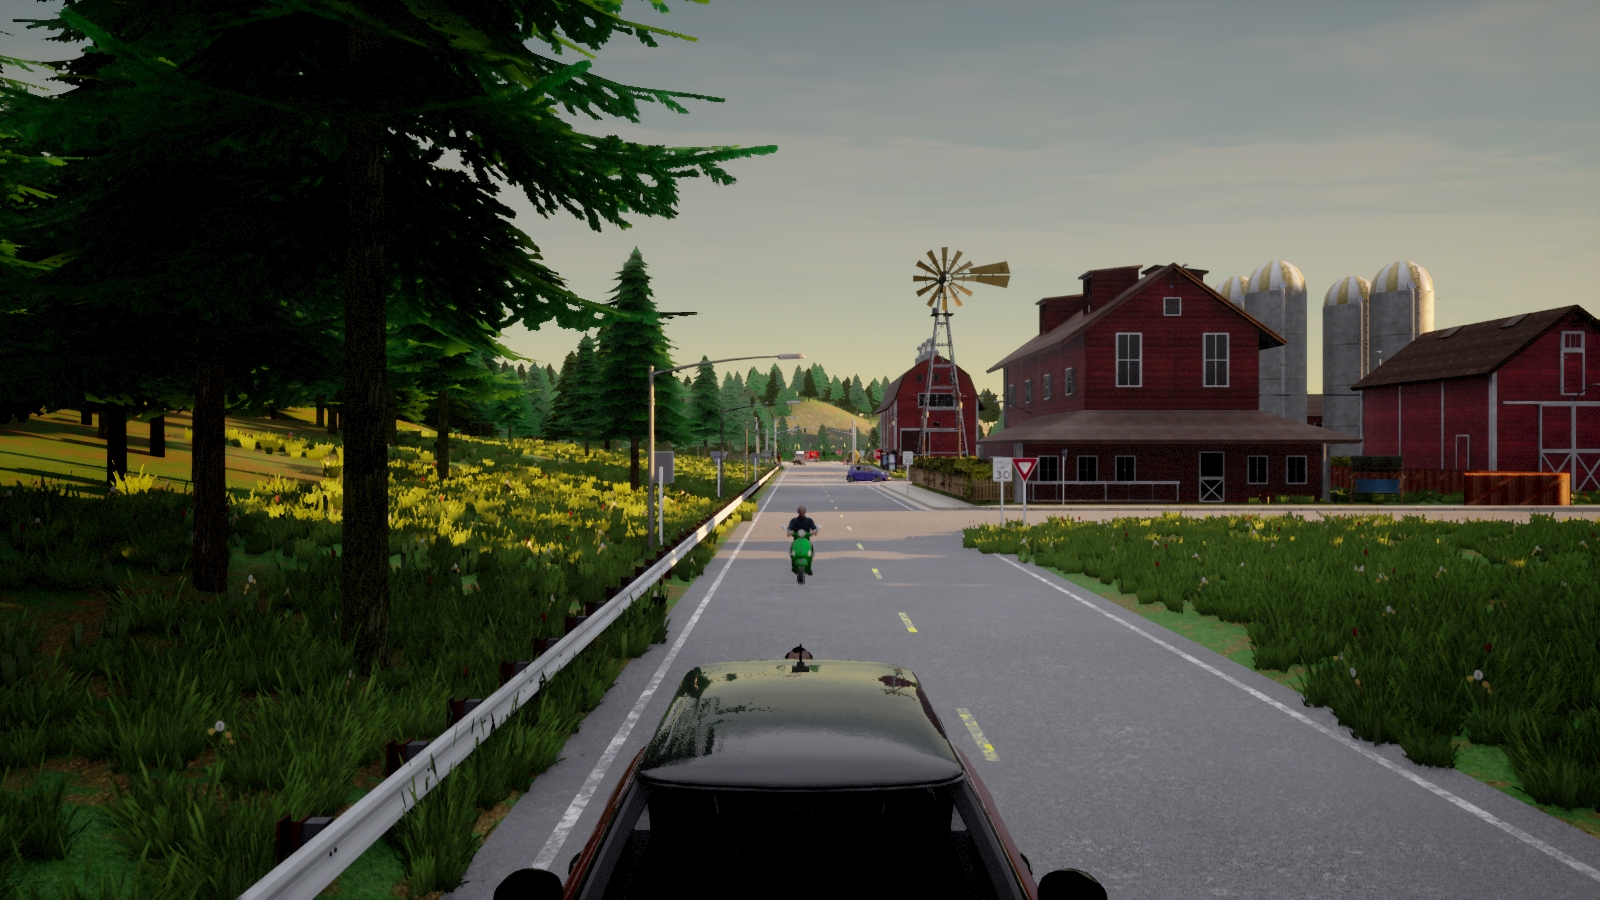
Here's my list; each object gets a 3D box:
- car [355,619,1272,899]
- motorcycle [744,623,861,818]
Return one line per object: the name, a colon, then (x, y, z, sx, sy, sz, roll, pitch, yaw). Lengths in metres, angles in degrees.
car: (0.032, 1.899, 4.503, 2.097, 1.767, 4.553, 0, 0, 0)
motorcycle: (0.013, 2.231, 9.842, 0.867, 1.251, 2.209, -1, -3, 0)
